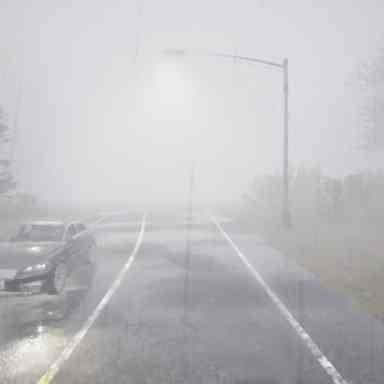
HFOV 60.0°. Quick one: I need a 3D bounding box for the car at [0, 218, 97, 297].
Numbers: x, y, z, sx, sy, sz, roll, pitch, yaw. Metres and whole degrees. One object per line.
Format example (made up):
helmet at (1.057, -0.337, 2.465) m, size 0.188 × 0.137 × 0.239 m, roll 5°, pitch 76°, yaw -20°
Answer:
car at (-3.847, 1.490, 8.725) m, size 2.128 × 1.511 × 4.902 m, roll 0°, pitch 0°, yaw -3°
